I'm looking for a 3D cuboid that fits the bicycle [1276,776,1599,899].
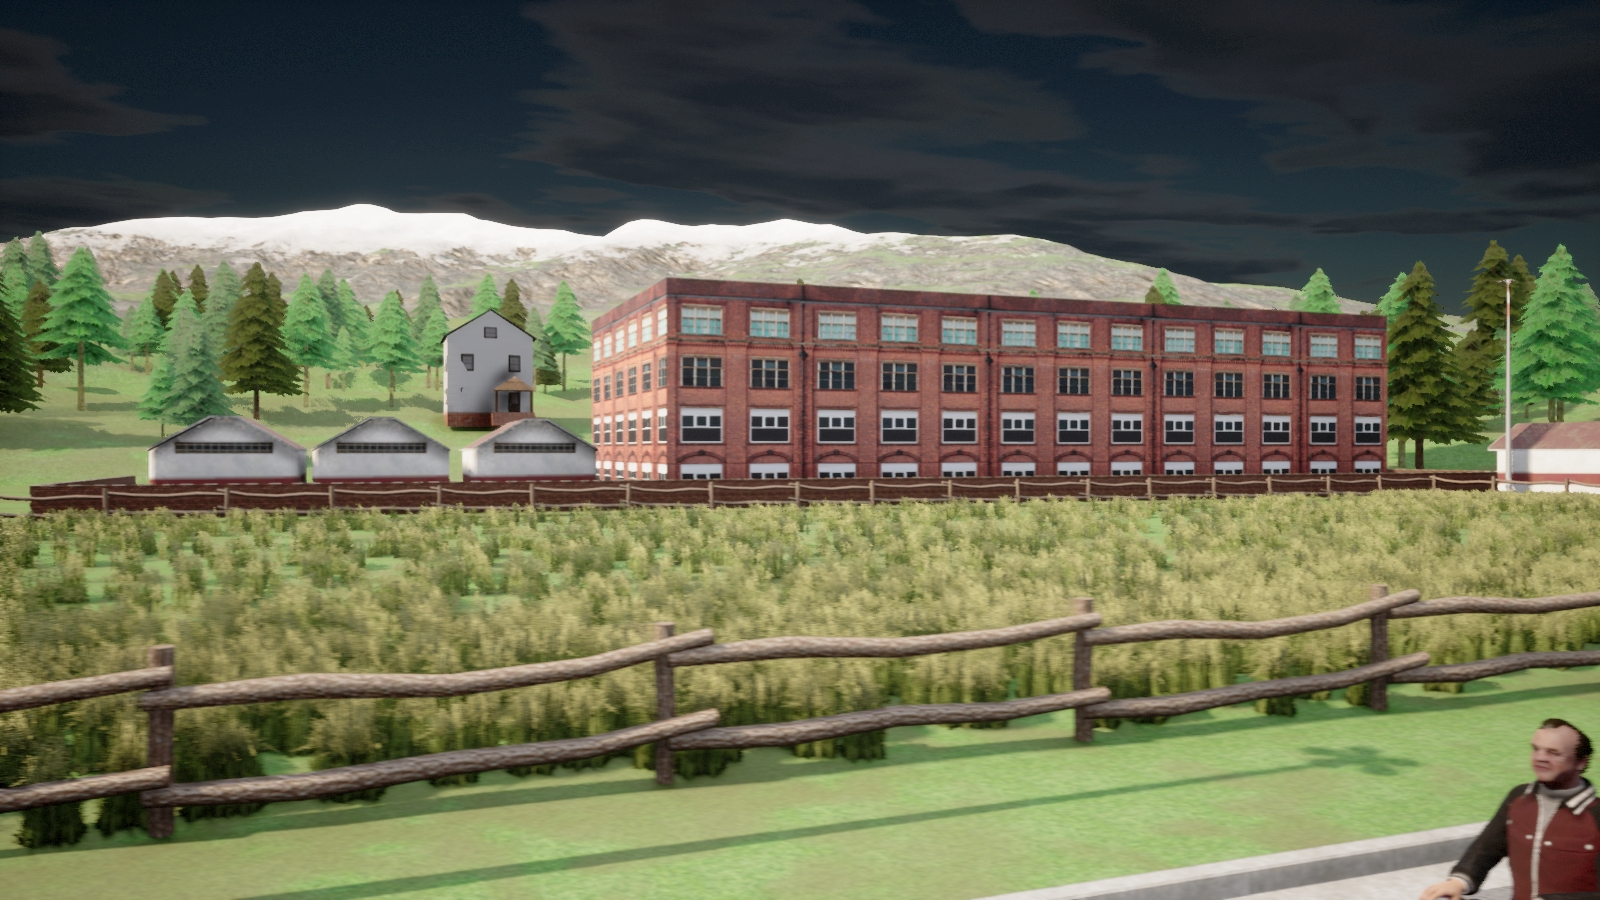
[{"bbox_3d":[2.618,2.060,4.245,1.835,1.471,0.329,0,0,-20],"label":"bicycle"}]
